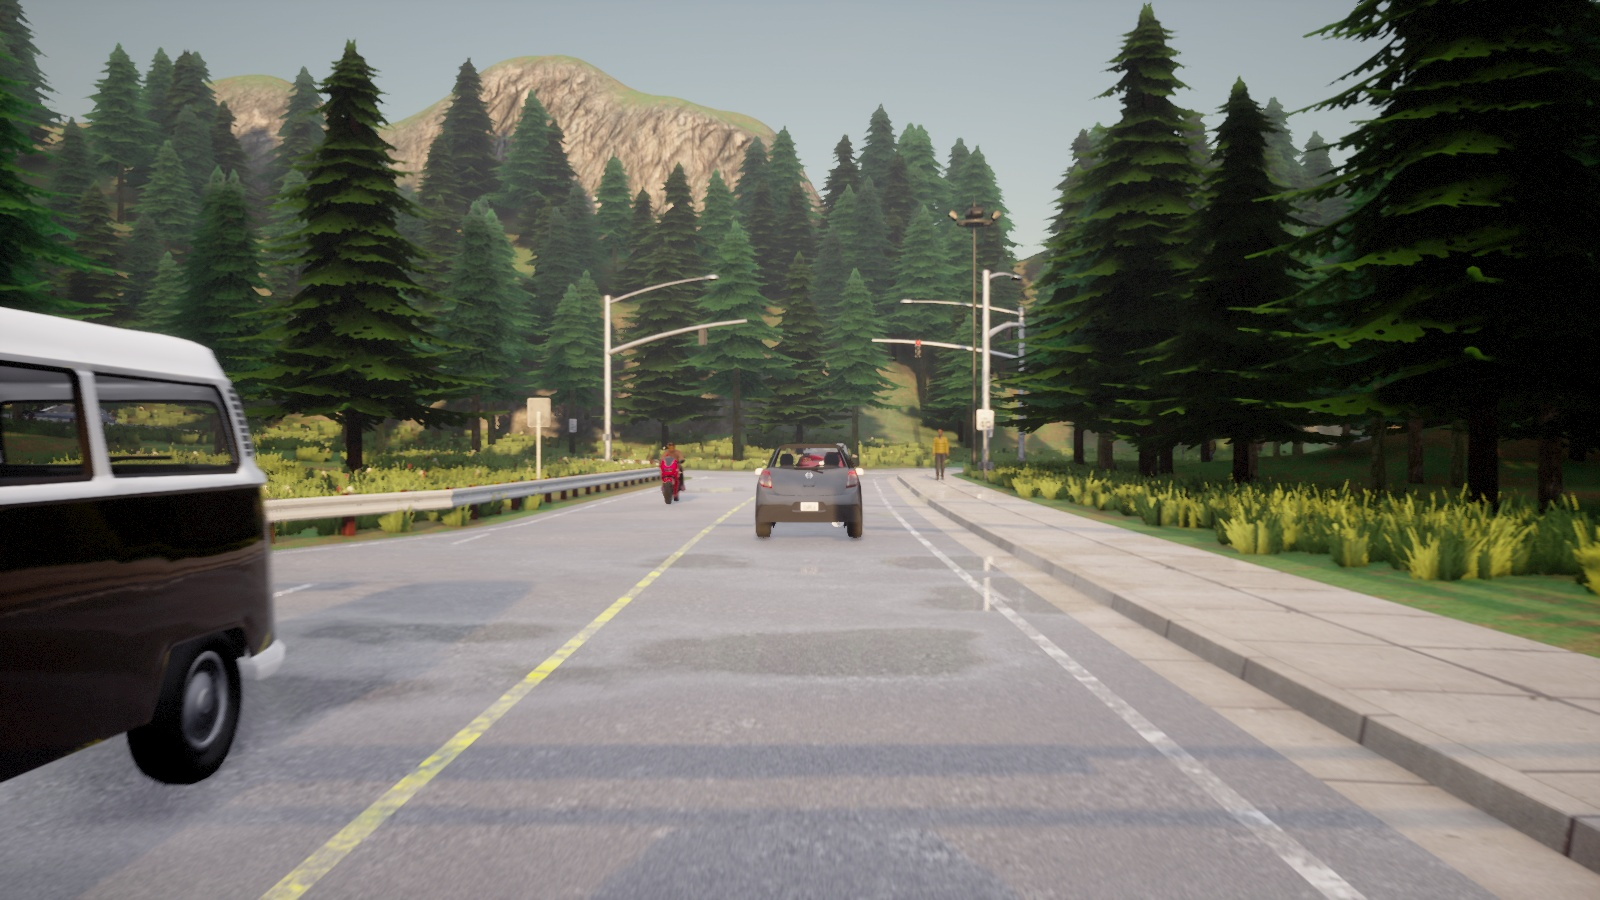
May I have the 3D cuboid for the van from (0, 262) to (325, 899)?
[{"bbox_3d":[-3.461,0.447,4.147,2.069,2.038,4.480,0,0,0],"label":"van"}]

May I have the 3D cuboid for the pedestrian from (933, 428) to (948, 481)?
[{"bbox_3d":[4.928,0.163,44.014,0.431,1.840,0.709,0,0,16],"label":"pedestrian"}]

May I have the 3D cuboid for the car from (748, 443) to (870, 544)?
[{"bbox_3d":[0.155,0.643,20.673,1.845,1.501,3.633,0,0,1],"label":"car"}]

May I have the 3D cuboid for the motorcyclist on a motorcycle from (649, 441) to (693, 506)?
[{"bbox_3d":[-3.124,0.553,30.505,0.797,1.523,2.044,0,0,2],"label":"motorcyclist on a motorcycle"}]
